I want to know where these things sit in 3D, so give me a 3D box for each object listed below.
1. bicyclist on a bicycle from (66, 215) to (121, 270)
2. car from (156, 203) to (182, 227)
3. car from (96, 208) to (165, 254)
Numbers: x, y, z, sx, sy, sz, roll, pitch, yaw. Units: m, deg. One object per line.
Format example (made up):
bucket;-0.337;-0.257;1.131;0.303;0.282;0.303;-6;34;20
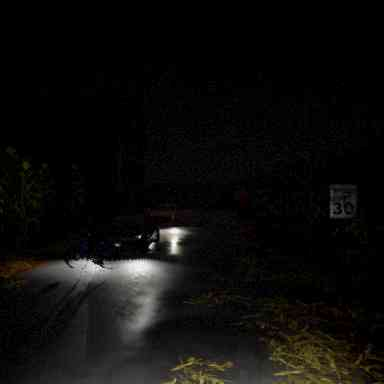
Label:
bicyclist on a bicycle;-2.911;1.507;9.756;1.656;1.620;0.582;-2;-1;3
car;-1.845;1.605;24.527;1.882;1.535;5.008;0;0;4
car;-2.496;1.615;14.045;1.812;1.442;4.674;0;0;3
